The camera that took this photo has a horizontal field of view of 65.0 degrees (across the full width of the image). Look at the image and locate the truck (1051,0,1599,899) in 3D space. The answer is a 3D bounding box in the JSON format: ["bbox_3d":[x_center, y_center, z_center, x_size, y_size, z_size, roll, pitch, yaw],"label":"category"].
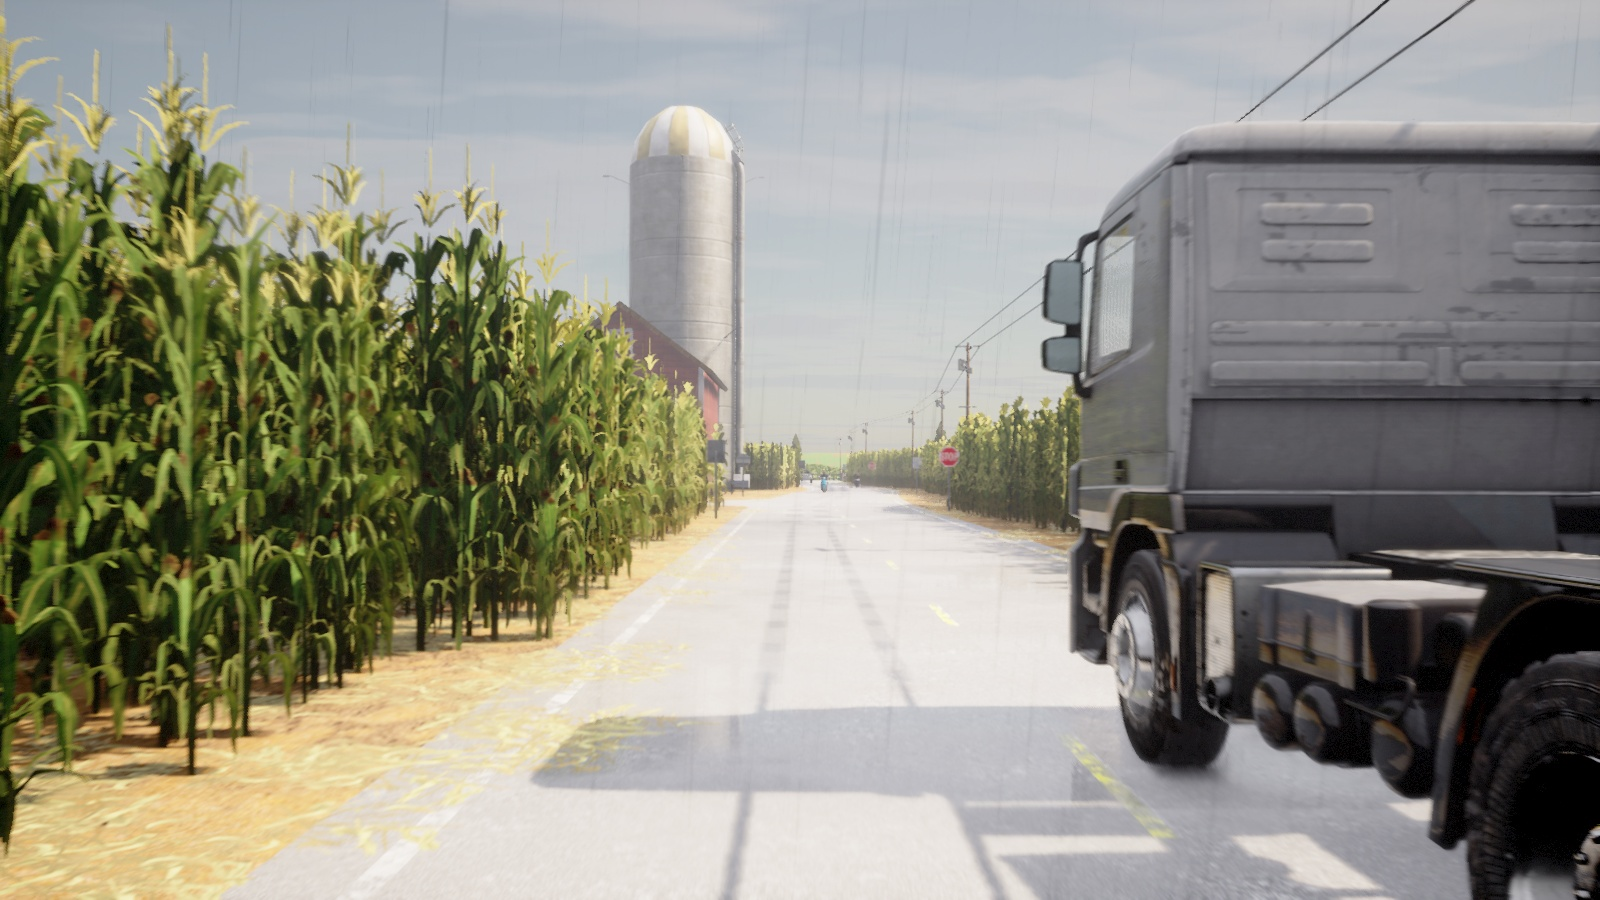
[{"bbox_3d":[3.186,-0.103,4.621,2.891,3.462,7.936,0,-1,0],"label":"truck"}]
